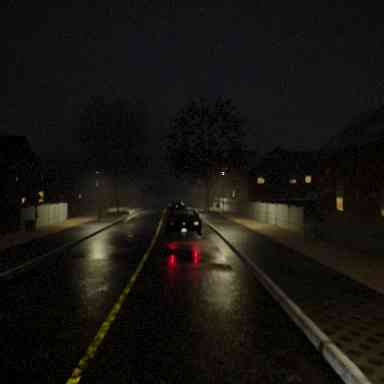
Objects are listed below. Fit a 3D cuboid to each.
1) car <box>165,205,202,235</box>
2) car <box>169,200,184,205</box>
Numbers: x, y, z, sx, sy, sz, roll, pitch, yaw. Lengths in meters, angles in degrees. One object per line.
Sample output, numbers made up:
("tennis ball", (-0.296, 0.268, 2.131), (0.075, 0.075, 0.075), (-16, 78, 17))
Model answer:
("car", (-0.517, 1.625, 18.892), (1.895, 1.301, 4.718), (0, 0, -3))
("car", (-1.868, 1.670, 40.413), (1.994, 1.385, 4.181), (0, 0, -4))
